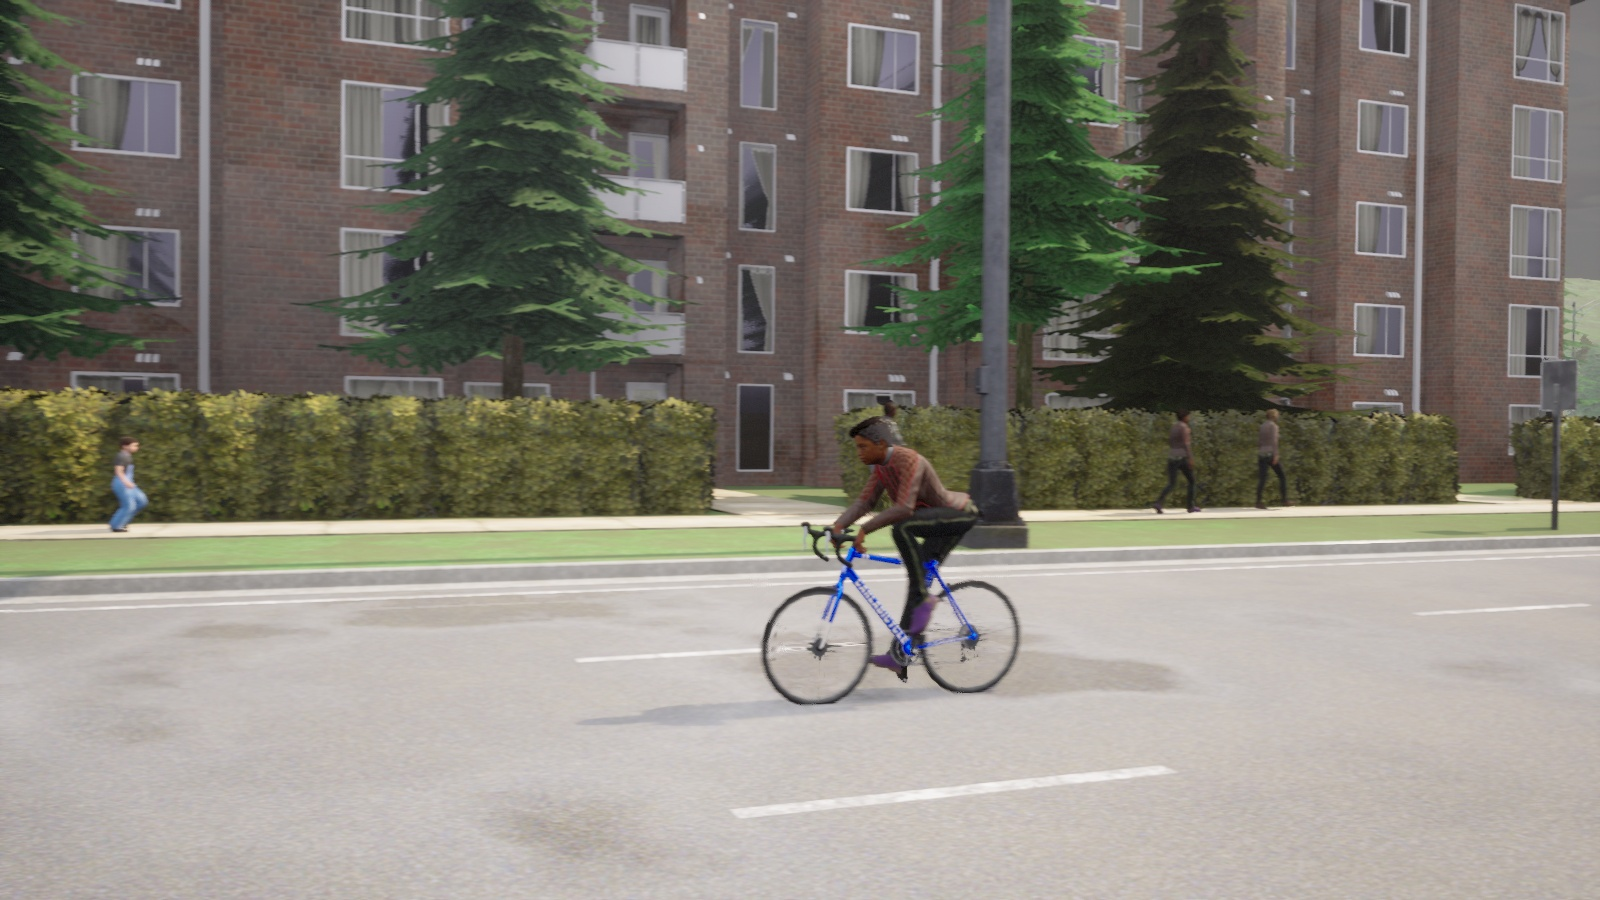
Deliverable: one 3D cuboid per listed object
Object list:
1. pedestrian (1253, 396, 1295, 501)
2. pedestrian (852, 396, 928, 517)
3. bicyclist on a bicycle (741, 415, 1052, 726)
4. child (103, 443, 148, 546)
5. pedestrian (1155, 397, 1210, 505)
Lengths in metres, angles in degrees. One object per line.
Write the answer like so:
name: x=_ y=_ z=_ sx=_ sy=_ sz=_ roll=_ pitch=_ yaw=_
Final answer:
pedestrian: x=8.499 y=-0.032 z=22.533 sx=0.634 sy=1.846 sz=0.331 roll=-1 pitch=1 yaw=-20
pedestrian: x=1.418 y=0.088 z=19.872 sx=0.900 sy=1.855 sz=0.874 roll=-1 pitch=1 yaw=-21
bicyclist on a bicycle: x=0.558 y=0.628 z=7.194 sx=1.656 sy=1.620 sz=0.582 roll=-1 pitch=1 yaw=-21
child: x=-8.374 y=0.544 z=15.596 sx=0.437 sy=1.263 sz=0.270 roll=-1 pitch=1 yaw=-21
pedestrian: x=6.468 y=0.011 z=21.235 sx=0.869 sy=1.805 sz=0.328 roll=-1 pitch=1 yaw=-21
